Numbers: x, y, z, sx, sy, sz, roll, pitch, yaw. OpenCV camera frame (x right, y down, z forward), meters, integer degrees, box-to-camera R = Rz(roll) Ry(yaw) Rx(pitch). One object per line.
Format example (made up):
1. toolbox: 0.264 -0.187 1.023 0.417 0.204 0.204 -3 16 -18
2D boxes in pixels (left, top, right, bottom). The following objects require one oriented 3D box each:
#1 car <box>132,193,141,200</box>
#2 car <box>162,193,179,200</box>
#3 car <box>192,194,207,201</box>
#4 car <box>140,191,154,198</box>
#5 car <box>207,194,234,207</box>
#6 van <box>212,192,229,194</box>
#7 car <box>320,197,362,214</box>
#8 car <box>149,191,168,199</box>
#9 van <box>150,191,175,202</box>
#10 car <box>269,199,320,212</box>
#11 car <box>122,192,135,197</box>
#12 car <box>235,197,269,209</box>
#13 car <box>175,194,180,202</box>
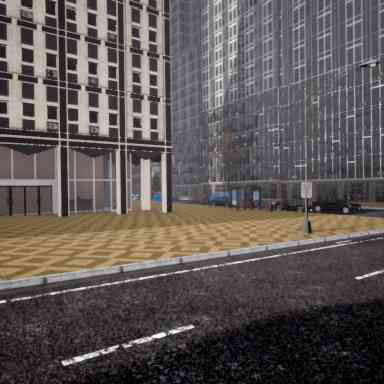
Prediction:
1. car: -11.619 1.038 68.085 2.008 1.369 4.403 0 1 -34
2. car: -4.703 0.934 72.818 1.802 1.307 4.206 0 1 -34
3. car: 1.717 1.041 63.437 1.802 1.307 4.206 -1 1 -34
4. car: -11.125 0.684 82.196 1.967 1.590 4.097 0 1 -34
5. car: 4.388 1.318 44.606 1.947 1.339 4.313 -1 1 -34
6. van: 4.927 0.853 58.744 1.690 1.788 3.998 -1 1 -34
7. car: 14.762 1.319 34.114 1.882 1.535 5.008 -1 1 -34
8. car: -7.914 0.613 77.504 2.192 1.841 5.009 0 1 -34
9. van: -5.198 0.936 58.703 1.690 1.788 3.998 0 1 -34
10. car: 10.746 1.423 35.182 1.947 1.339 4.313 -1 1 -34
11. car: -17.545 0.686 91.577 2.008 1.369 4.403 0 1 -34
12. car: 7.550 1.387 39.884 1.802 1.307 4.206 -1 1 -34
13. car: -4.444 1.074 62.344 2.033 1.411 5.357 -1 1 -34
